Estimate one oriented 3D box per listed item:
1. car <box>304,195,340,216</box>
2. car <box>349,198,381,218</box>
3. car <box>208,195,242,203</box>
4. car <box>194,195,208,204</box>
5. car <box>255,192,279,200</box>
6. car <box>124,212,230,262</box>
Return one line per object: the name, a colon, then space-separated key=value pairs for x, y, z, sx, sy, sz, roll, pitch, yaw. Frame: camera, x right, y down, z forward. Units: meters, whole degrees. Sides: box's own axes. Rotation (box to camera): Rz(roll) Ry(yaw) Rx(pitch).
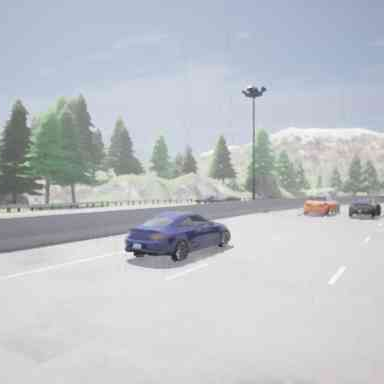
car: x=11.565 y=1.085 z=29.433 sx=2.097 sy=1.767 sz=4.553 roll=1 pitch=1 yaw=37
car: x=14.053 y=1.245 z=26.939 sx=2.128 sy=1.511 sz=4.902 roll=0 pitch=0 yaw=36
car: x=5.224 y=1.155 z=49.222 sx=2.033 sy=1.411 sz=5.357 roll=1 pitch=1 yaw=45
car: x=2.734 y=1.148 z=51.682 sx=2.033 sy=1.411 sz=5.357 roll=1 pitch=1 yaw=45
car: x=10.203 y=0.753 z=44.298 sx=1.837 sy=1.490 sz=4.892 roll=1 pitch=1 yaw=45
car: x=-0.354 y=1.419 z=11.735 sx=1.812 sy=1.442 sz=4.674 roll=0 pitch=1 yaw=33
